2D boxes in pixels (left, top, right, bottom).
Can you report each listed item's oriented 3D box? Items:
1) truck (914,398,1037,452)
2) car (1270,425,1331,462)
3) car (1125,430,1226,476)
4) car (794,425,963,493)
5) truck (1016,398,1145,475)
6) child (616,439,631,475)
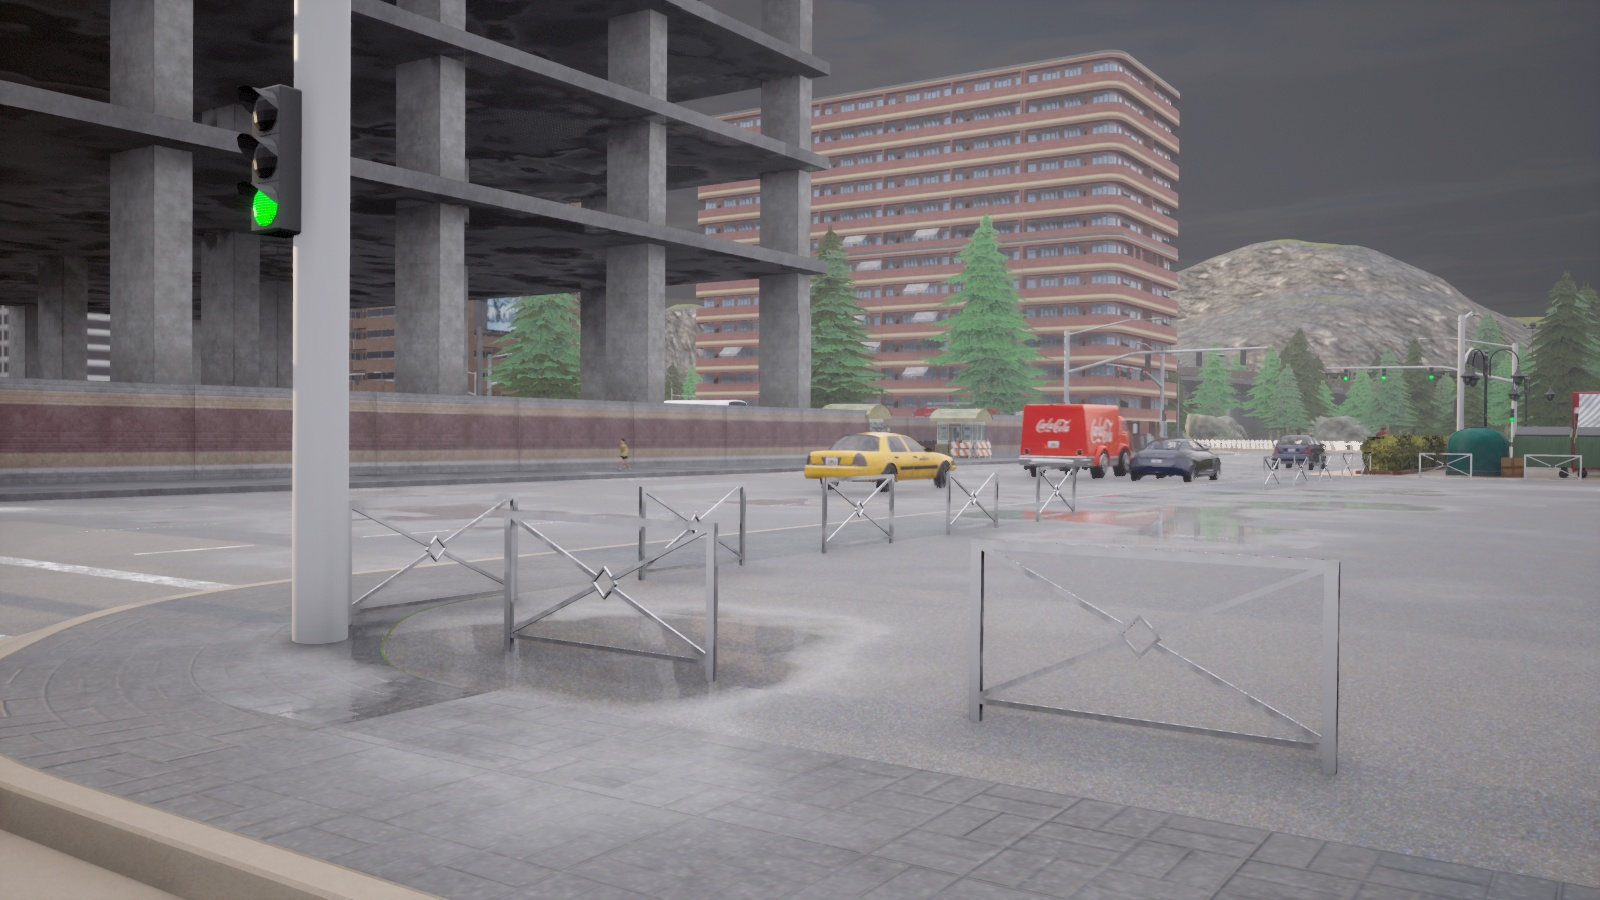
[{"bbox_3d":[12.719,-1.800,91.466,8.468,3.827,2.891,0,1,34],"label":"truck"},{"bbox_3d":[22.222,-0.307,55.718,1.789,1.549,3.705,0,1,33],"label":"car"},{"bbox_3d":[12.149,0.078,40.449,1.994,1.385,4.181,0,1,33],"label":"car"},{"bbox_3d":[2.097,0.165,31.568,1.801,1.575,5.366,0,1,33],"label":"car"},{"bbox_3d":[9.680,-0.486,43.062,2.627,2.467,5.204,0,1,33],"label":"truck"},{"bbox_3d":[-5.497,0.226,39.066,0.255,1.110,0.394,0,1,32],"label":"child"}]
